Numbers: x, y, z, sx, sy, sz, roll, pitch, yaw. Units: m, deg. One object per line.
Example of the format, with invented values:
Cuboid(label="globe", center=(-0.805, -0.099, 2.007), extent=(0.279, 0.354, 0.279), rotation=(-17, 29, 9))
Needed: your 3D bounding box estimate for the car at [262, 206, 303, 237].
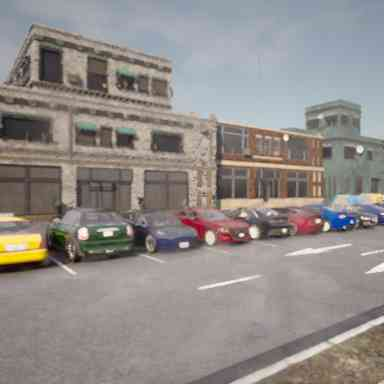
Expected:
Cuboid(label="car", center=(2.855, 1.498, 17.264), extent=(2.231, 1.521, 4.892), rotation=(0, 0, -35))

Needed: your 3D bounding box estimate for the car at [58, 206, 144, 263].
Cuboid(label="car", center=(-3.923, 1.356, 12.422), extent=(2.185, 1.767, 4.553), rotation=(0, 0, -36))

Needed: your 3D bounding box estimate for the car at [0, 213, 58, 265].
Cuboid(label="car", center=(-6.216, 1.475, 11.054), extent=(1.946, 1.575, 5.366), rotation=(0, 0, -35))

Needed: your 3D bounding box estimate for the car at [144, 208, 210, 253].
Cuboid(label="car", center=(-1.663, 1.515, 14.026), extent=(2.163, 1.488, 4.792), rotation=(0, 0, -35))

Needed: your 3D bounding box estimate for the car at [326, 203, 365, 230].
Cuboid(label="car", center=(7.487, 1.511, 20.555), extent=(2.097, 1.535, 5.008), rotation=(0, 0, -35))

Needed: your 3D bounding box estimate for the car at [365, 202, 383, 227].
Cuboid(label="car", center=(9.746, 1.521, 22.174), extent=(2.231, 1.521, 4.892), rotation=(0, 0, -35))

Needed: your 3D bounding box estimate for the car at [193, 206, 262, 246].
Cuboid(label="car", center=(0.582, 1.490, 15.663), extent=(2.097, 1.535, 5.008), rotation=(0, 0, -35))

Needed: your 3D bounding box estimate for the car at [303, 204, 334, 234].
Cuboid(label="car", center=(5.099, 1.533, 18.901), extent=(2.163, 1.488, 4.792), rotation=(0, 0, -35))
